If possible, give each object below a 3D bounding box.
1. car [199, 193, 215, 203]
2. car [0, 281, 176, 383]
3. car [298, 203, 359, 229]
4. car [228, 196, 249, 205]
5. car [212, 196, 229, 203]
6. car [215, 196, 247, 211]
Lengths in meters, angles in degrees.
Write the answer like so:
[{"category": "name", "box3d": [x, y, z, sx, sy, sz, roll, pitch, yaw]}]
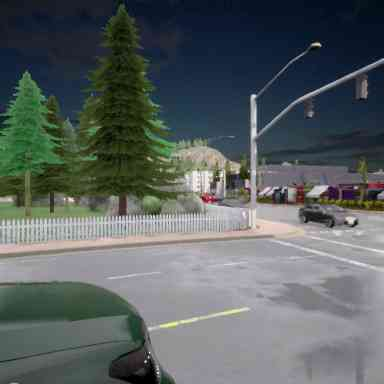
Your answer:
[{"category": "car", "box3d": [2.899, 1.277, 69.600, 2.150, 2.045, 5.566, 0, 0, -17]}, {"category": "car", "box3d": [-2.767, 1.221, 1.662, 5.566, 2.045, 2.150, 0, 0, -36]}, {"category": "car", "box3d": [9.020, 1.547, 22.373, 2.128, 1.511, 4.902, 0, 0, -13]}, {"category": "car", "box3d": [8.667, 1.547, 62.286, 2.128, 1.511, 4.902, 0, 0, -16]}, {"category": "car", "box3d": [6.045, 1.559, 71.150, 1.837, 1.490, 4.892, 0, 0, -16]}, {"category": "car", "box3d": [4.609, 1.561, 38.038, 1.837, 1.490, 4.892, 0, 0, -16]}]
